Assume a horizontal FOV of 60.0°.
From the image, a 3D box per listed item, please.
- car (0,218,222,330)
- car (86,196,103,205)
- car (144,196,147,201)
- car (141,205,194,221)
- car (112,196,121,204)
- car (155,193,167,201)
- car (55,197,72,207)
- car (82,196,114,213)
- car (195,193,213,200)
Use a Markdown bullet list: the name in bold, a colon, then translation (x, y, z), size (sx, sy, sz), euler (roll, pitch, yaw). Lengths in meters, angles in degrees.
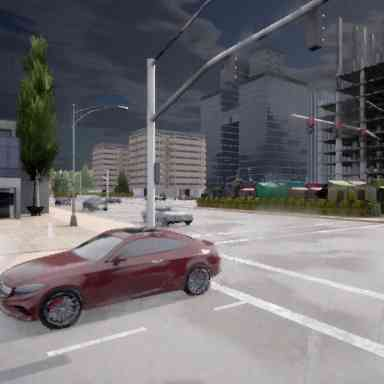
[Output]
- **car**: translation (-1.421, 1.526, 7.065), size (4.674, 1.442, 1.812), euler (0, 1, -38)
- **car**: translation (-18.284, 1.564, 62.222), size (1.994, 1.385, 4.181), euler (0, 0, -33)
- **car**: translation (-9.371, 1.153, 81.068), size (4.605, 1.855, 1.932), euler (0, 0, -34)
- **car**: translation (-1.791, 1.601, 23.127), size (1.895, 1.301, 4.718), euler (0, 0, -33)
- **car**: translation (-15.326, 1.547, 64.118), size (2.033, 1.411, 5.357), euler (0, 0, -34)
- **car**: translation (-7.793, 1.156, 78.641), size (3.866, 1.878, 1.905), euler (0, 0, -34)
- **car**: translation (-20.206, 1.500, 52.062), size (1.837, 1.490, 4.892), euler (0, 0, -33)
- **car**: translation (-10.971, 1.493, 37.472), size (2.128, 1.511, 4.902), euler (0, 0, -33)
- **car**: translation (3.242, 1.156, 62.414), size (3.866, 1.878, 1.905), euler (0, 0, -34)
